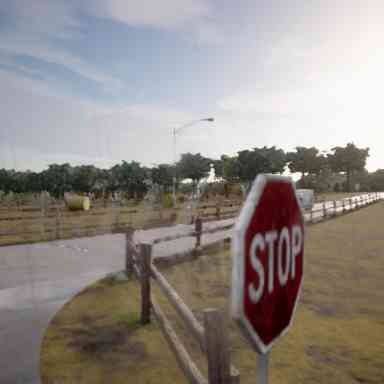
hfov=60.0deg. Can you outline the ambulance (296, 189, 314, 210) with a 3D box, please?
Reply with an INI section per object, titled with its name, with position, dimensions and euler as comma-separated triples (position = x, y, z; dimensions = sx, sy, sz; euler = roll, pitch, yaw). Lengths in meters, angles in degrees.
[ambulance]
position = 12.044, 0.949, 38.347
dimensions = 2.351, 2.431, 6.366
euler = 1, 2, 35
